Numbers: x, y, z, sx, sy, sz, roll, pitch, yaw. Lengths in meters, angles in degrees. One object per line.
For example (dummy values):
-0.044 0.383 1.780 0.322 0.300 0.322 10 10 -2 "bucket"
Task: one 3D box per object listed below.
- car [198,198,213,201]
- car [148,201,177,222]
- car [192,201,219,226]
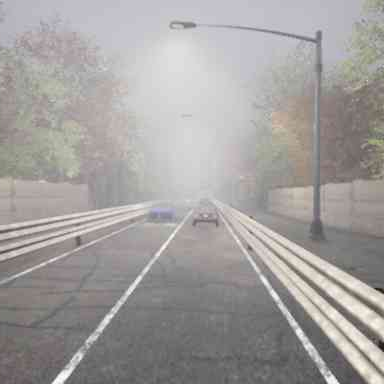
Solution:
2.006 1.620 49.010 2.097 1.767 4.553 1 -1 2 "car"
-2.326 1.522 27.341 1.882 1.535 5.008 1 0 2 "car"
1.002 1.626 24.419 2.033 1.411 5.357 1 0 2 "car"
